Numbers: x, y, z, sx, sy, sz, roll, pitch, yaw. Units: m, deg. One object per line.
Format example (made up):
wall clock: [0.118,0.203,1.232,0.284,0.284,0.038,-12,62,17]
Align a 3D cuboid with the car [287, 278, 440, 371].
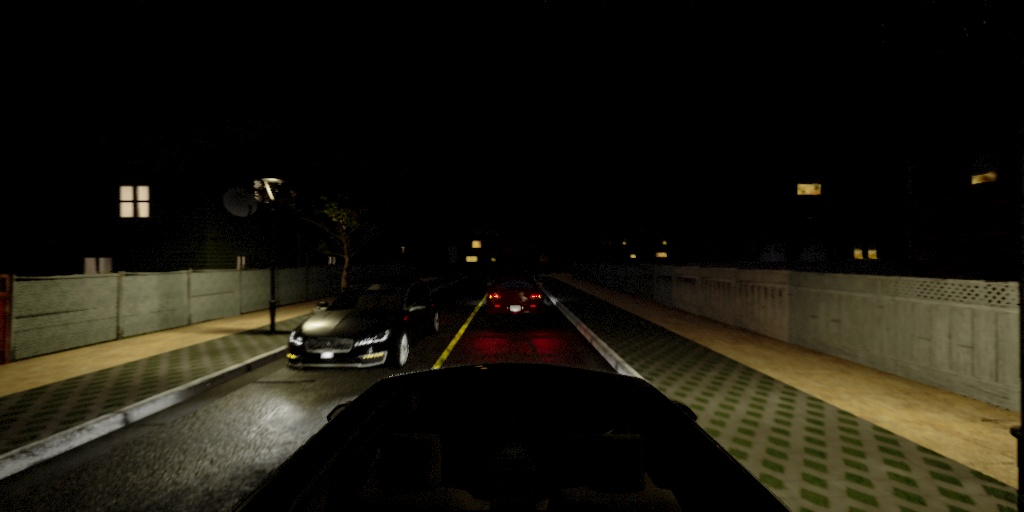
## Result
car: [-2.851,1.294,7.960,1.837,1.490,4.892,0,0,0]

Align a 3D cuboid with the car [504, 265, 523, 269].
car: [0.094,1.443,27.915,1.837,1.490,4.892,0,-1,0]

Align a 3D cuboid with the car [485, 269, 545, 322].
car: [0.094,1.346,12.515,1.812,1.442,4.674,0,0,0]
